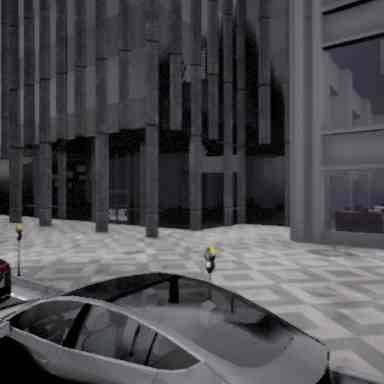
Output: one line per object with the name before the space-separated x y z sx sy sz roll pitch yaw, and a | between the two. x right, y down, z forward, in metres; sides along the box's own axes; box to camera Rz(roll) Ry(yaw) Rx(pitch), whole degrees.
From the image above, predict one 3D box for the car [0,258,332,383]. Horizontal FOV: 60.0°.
car | -0.792 1.566 3.530 4.313 1.339 1.947 0 0 35
